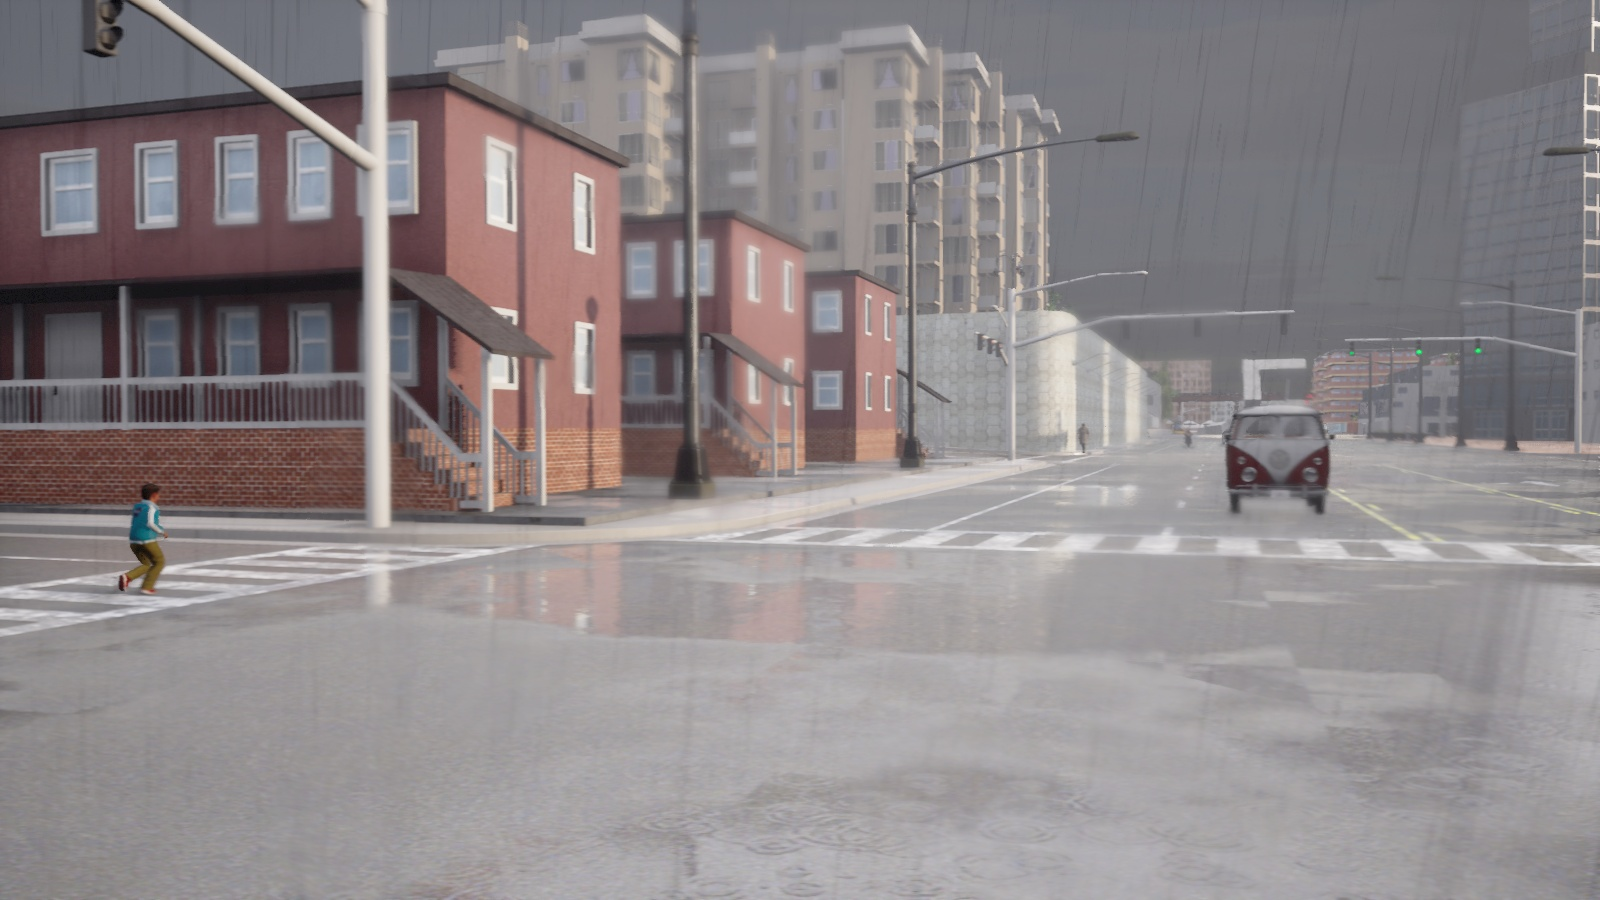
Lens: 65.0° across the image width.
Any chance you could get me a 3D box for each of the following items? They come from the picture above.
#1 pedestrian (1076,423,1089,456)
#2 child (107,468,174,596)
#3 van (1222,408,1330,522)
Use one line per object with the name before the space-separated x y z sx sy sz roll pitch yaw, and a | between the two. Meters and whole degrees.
pedestrian | 17.032 -0.649 75.629 0.659 1.952 0.873 1 1 19
child | -6.342 0.775 12.081 0.343 1.192 0.448 1 1 25
van | 9.118 0.224 24.325 1.775 1.987 4.442 1 1 19
